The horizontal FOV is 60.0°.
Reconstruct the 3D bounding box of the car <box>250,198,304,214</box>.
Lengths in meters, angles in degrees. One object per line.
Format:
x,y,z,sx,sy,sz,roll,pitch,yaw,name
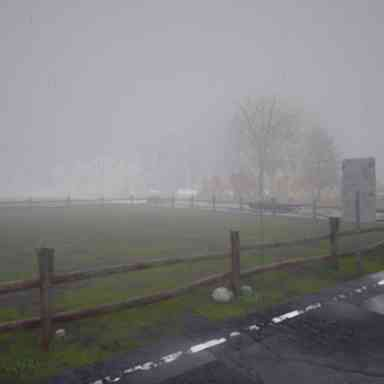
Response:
7.374,1.157,29.122,1.895,1.301,4.718,-2,1,-35,car

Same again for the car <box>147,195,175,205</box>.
-4.238,1.004,45.454,1.895,1.301,4.718,-2,1,-35,car
